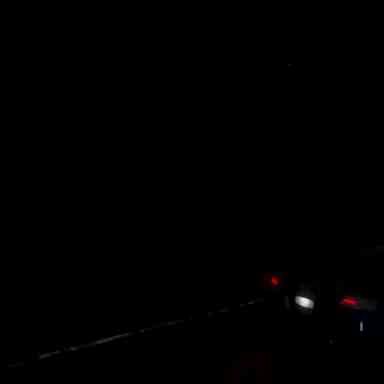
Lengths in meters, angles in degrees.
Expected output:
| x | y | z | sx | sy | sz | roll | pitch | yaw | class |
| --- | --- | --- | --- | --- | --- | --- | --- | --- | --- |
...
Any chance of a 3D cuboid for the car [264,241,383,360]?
| x | y | z | sx | sy | sz | roll | pitch | yaw | class |
| --- | --- | --- | --- | --- | --- | --- | --- | --- | --- |
| 3.305 | 1.630 | 6.113 | 4.181 | 1.385 | 1.994 | 1 | 0 | -36 | car |
